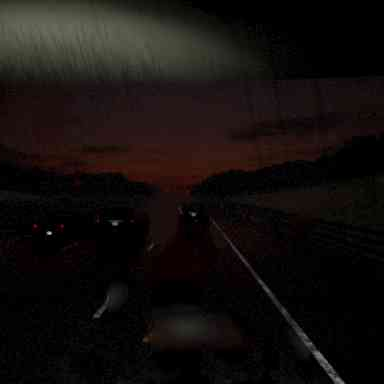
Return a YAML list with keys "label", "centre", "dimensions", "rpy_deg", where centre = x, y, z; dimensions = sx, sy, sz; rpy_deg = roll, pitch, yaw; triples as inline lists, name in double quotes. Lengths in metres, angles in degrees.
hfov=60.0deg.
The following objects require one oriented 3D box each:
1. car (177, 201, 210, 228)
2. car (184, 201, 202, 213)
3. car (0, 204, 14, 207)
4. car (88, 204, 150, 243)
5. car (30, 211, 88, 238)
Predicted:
- label: "car"
  centre: [0.106, 1.491, 23.224]
  dimensions: [2.097, 1.767, 4.553]
  rpy_deg: [0, -1, 0]
- label: "car"
  centre: [0.108, 1.828, 41.585]
  dimensions: [2.033, 1.411, 5.357]
  rpy_deg: [0, 0, 0]
- label: "car"
  centre: [-17.591, 1.793, 30.564]
  dimensions: [1.895, 1.301, 4.718]
  rpy_deg: [0, 0, 0]
- label: "car"
  centre: [-3.396, 1.449, 16.809]
  dimensions: [2.097, 1.767, 4.553]
  rpy_deg: [0, 0, 0]
- label: "car"
  centre: [-6.896, 1.707, 18.302]
  dimensions: [1.895, 1.301, 4.718]
  rpy_deg: [0, 0, 0]
